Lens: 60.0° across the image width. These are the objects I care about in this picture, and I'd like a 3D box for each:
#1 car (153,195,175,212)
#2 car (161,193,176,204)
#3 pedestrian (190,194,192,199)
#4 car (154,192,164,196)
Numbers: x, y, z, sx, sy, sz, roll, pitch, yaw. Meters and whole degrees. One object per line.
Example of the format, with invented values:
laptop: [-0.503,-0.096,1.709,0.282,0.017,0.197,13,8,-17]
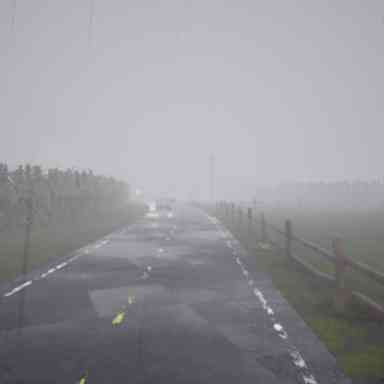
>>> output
car: [-3.387,1.485,39.768,1.882,1.535,5.008,0,0,-5]
car: [-4.389,1.531,65.622,1.837,1.490,4.892,0,0,-13]
pedestrian: [-0.177,1.312,58.882,0.375,1.860,0.375,0,0,-15]
car: [-7.684,1.133,78.727,2.150,2.045,5.566,0,0,-16]
